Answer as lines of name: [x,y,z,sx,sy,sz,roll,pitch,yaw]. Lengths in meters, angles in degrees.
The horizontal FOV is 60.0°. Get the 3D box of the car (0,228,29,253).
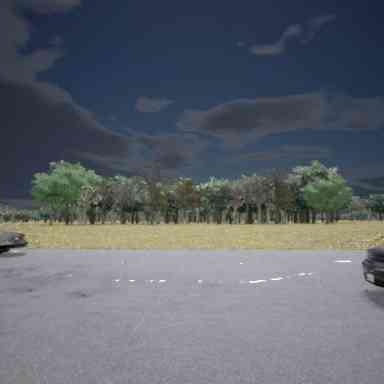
car: [-10.722,2.274,15.907,5.357,1.411,2.033,-1,-5,6]

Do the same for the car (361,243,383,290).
car: [6.464,1.556,7.431,4.892,1.490,1.837,-4,-4,4]
